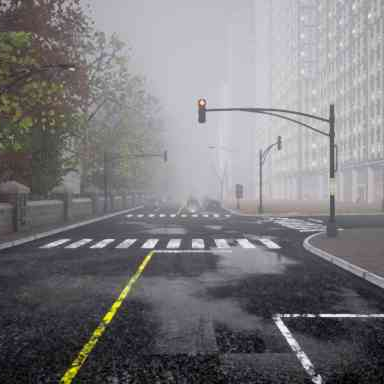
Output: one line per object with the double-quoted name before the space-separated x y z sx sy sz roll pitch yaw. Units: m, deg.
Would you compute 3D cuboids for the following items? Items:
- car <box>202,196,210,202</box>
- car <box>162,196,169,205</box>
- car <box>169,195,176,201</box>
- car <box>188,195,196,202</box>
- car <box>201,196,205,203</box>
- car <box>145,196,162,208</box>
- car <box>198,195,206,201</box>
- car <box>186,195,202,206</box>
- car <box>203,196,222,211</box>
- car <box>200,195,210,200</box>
"car" 3.191 1.589 76.853 1.812 1.442 4.674 0 0 0
"car" -5.657 1.477 58.444 1.967 1.590 4.097 0 0 0
"car" -5.642 1.625 86.605 1.887 1.381 4.507 0 0 0
"car" 0.043 1.569 80.081 1.837 1.490 4.892 0 0 0
"car" 2.717 1.591 47.174 1.947 1.339 4.313 0 0 0
"car" -5.664 1.607 47.179 1.802 1.307 4.206 0 0 0
"car" 2.742 1.641 92.232 2.008 1.369 4.403 0 0 0
"car" 0.130 1.523 53.652 2.128 1.511 4.902 0 0 0
"car" 2.713 1.586 41.541 1.947 1.339 4.313 0 0 0
"car" 2.720 1.597 52.807 1.947 1.339 4.313 0 0 0
